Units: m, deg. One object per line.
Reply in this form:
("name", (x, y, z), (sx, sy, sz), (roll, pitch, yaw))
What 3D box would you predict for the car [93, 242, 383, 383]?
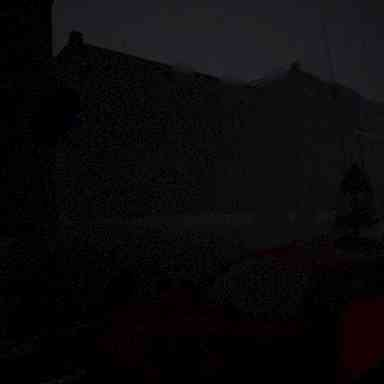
("car", (1.271, 1.496, 4.342), (5.008, 1.535, 1.882), (0, 0, -37))
